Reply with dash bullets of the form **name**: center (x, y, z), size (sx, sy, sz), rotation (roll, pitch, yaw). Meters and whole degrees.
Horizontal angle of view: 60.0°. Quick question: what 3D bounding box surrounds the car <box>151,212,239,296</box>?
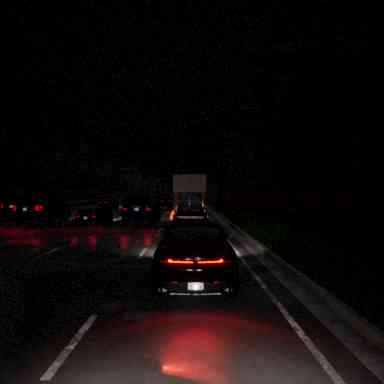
- **car**: center (0.054, 1.505, 8.605), size (1.837, 1.490, 4.892), rotation (0, 0, 0)

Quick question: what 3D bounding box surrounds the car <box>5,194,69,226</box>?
- **car**: center (-10.559, 1.217, 23.679), size (2.150, 2.045, 5.566), rotation (0, -1, 0)

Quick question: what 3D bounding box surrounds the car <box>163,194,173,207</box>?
- **car**: center (-3.717, 1.220, 43.133), size (2.150, 2.045, 5.566), rotation (0, 0, 0)

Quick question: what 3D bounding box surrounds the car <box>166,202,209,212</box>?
- **car**: center (-0.044, 1.488, 18.990), size (2.128, 1.511, 4.902), rotation (1, 0, 1)

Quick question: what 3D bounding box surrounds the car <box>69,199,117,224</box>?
- **car**: center (-7.065, 1.525, 24.281), size (1.812, 1.442, 4.674), rotation (0, 0, 0)

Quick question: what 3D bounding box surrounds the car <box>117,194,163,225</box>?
- **car**: center (-3.562, 1.219, 23.881), size (2.150, 2.045, 5.566), rotation (0, 0, 0)

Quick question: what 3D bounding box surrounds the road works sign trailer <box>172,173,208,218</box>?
- **road works sign trailer**: center (-0.169, 0.464, 22.861), size (2.380, 3.560, 2.880), rotation (0, 0, -3)

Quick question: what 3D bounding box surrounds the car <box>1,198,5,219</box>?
- **car**: center (-14.101, 1.222, 28.620), size (2.150, 2.045, 5.566), rotation (0, 0, 0)

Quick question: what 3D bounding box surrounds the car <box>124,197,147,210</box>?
- **car**: center (-7.216, 1.490, 42.984), size (2.128, 1.511, 4.902), rotation (0, 0, 0)
